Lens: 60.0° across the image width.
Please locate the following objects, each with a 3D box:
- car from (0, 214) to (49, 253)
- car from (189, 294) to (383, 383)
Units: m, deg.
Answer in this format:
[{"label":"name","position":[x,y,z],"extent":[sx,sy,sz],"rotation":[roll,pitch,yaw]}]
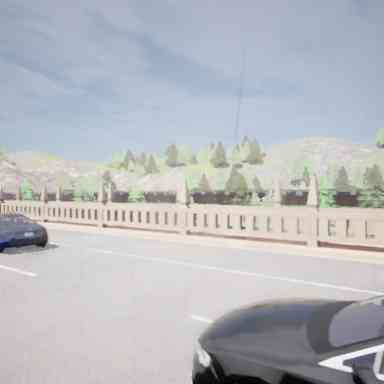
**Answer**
[{"label":"car","position":[-7.885,1.603,13.923],"extent":[4.181,1.385,1.994],"rotation":[0,0,36]},{"label":"car","position":[2.215,1.490,2.413],"extent":[4.902,1.511,2.128],"rotation":[0,0,36]}]
